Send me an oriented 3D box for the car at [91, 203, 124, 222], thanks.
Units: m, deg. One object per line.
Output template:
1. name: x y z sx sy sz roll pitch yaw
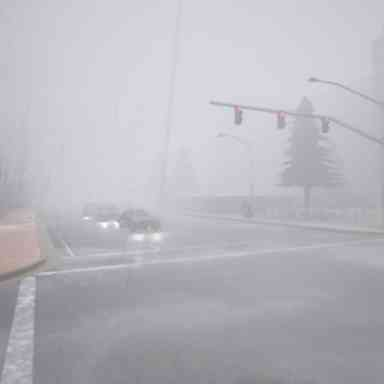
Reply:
1. car: -8.123 2.068 32.196 1.994 1.385 4.181 0 -1 -26

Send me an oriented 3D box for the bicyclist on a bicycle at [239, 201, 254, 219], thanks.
1. bicyclist on a bicycle: 4.973 1.630 30.255 1.656 1.620 0.582 -1 -1 -26

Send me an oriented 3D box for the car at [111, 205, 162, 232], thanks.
1. car: -3.826 1.889 23.200 2.033 1.411 5.357 0 -1 -26

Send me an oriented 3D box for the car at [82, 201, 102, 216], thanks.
1. car: -12.467 2.174 41.315 1.837 1.490 4.892 0 -1 -25

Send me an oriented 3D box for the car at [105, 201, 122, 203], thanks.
1. car: -12.465 2.267 49.750 2.128 1.511 4.902 0 -1 -25

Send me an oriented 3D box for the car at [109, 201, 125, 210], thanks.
1. car: -13.686 2.402 60.504 1.882 1.535 5.008 0 -1 -26

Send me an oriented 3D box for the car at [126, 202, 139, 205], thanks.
1. car: -9.174 2.301 51.069 2.033 1.411 5.357 0 -1 -25

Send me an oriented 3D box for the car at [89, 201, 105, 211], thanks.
1. car: -16.861 2.445 58.819 1.837 1.490 4.892 0 -1 -26
